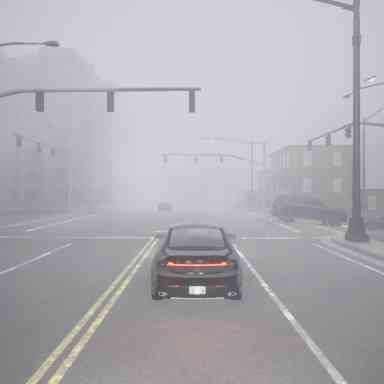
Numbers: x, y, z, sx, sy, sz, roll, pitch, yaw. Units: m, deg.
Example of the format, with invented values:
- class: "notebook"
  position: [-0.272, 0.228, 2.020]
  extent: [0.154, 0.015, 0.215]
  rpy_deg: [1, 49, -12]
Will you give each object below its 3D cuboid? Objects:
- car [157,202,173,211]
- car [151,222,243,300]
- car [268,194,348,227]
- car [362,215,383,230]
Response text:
- class: "car"
  position: [-3.627, 2.065, 45.589]
  extent: [1.837, 1.490, 4.892]
  rpy_deg: [0, -5, 0]
- class: "car"
  position: [0.095, 1.505, 8.353]
  extent: [1.837, 1.490, 4.892]
  rpy_deg: [0, 0, 0]
- class: "car"
  position: [8.484, 1.305, 24.541]
  extent: [5.566, 2.045, 2.150]
  rpy_deg: [4, 1, 5]
- class: "car"
  position: [16.051, 2.655, 28.237]
  extent: [4.181, 1.385, 1.994]
  rpy_deg: [8, 0, 0]
